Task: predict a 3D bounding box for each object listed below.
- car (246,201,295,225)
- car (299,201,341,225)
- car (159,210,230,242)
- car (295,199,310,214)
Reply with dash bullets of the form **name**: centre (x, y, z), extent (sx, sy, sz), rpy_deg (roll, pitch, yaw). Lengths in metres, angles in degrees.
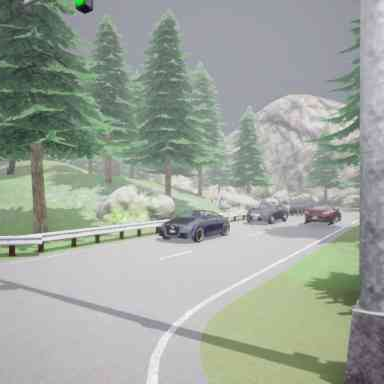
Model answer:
- **car**: centre (5.685, 1.516, 24.843), extent (2.128, 1.511, 4.902), rpy_deg (0, 0, 33)
- **car**: centre (9.527, 1.606, 24.169), extent (1.812, 1.442, 4.674), rpy_deg (0, -1, 33)
- **car**: centre (0.218, 1.583, 16.535), extent (1.994, 1.385, 4.181), rpy_deg (0, 0, 33)
- **car**: centre (11.082, 1.535, 33.519), extent (1.837, 1.490, 4.892), rpy_deg (0, 0, 26)
